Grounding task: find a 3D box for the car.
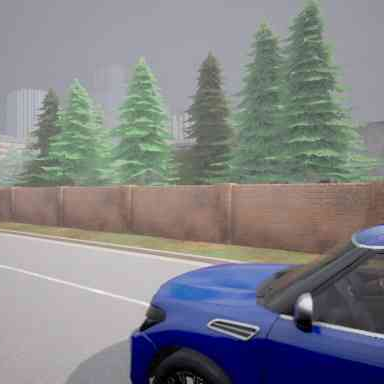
[{"bbox_3d":[2.032,1.222,2.549,5.566,2.045,2.150,0,0,35],"label":"car"}]
